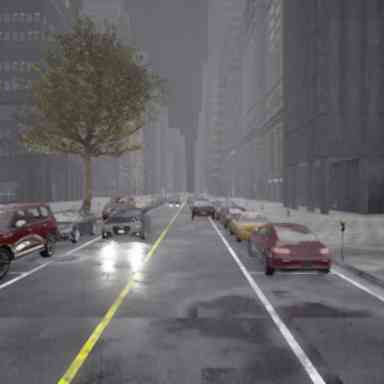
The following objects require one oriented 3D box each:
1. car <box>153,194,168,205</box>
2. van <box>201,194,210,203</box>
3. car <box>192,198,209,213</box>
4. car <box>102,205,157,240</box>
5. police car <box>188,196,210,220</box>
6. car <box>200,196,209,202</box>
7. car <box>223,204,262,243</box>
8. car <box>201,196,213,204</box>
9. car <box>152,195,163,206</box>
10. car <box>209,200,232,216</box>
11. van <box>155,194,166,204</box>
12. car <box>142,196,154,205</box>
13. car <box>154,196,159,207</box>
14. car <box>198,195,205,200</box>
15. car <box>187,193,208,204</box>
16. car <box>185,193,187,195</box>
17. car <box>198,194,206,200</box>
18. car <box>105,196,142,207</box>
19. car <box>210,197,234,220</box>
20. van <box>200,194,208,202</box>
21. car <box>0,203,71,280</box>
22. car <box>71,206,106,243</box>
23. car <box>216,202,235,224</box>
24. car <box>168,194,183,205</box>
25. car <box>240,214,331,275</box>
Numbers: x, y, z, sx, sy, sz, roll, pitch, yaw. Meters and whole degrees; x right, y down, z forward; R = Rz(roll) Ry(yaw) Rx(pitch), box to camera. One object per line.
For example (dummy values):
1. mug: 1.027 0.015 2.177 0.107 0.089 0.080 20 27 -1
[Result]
1. car: -5.800 1.274 55.478 2.192 1.841 5.009 0 0 0
2. van: 2.717 1.295 66.849 1.690 1.788 3.998 0 0 0
3. car: 0.875 1.494 38.159 1.812 1.442 4.674 0 0 0
4. car: -3.111 1.547 16.645 1.994 1.385 4.181 0 0 0
5. police car: 0.881 1.400 28.269 1.930 1.638 5.238 0 0 0
6. car: 2.714 1.497 72.526 1.887 1.381 4.507 0 0 0
7. car: 2.751 1.509 15.920 1.752 1.417 4.829 0 0 0
8. car: 2.721 1.507 61.171 2.008 1.369 4.403 0 0 0
9. car: -5.796 1.544 49.801 1.802 1.307 4.206 0 0 0
10. car: 2.740 1.537 32.783 1.947 1.339 4.313 0 0 0
11. van: -5.804 1.298 61.156 1.690 1.788 3.998 0 0 0
12. car: -5.789 1.493 38.276 1.752 1.417 4.829 0 0 0
13. car: -5.792 1.547 44.124 1.802 1.307 4.206 0 0 0
14. car: 2.699 1.530 95.236 1.802 1.307 4.206 0 0 0
15. car: 0.701 1.312 44.120 2.097 1.767 4.553 0 0 0
16. car: -0.052 1.291 80.614 1.882 1.535 5.008 0 0 0
17. car: 2.703 1.389 89.558 1.967 1.590 4.097 0 0 0
18. car: -5.782 1.290 27.091 2.192 1.841 5.009 0 0 0
19. car: 2.743 1.415 27.105 1.967 1.590 4.097 0 0 0
20. van: 2.710 1.292 78.203 1.690 1.788 3.998 0 0 0
21. car: -5.770 1.305 10.059 2.192 1.841 5.009 0 0 0
22. car: -5.774 1.535 15.737 2.008 1.369 4.403 0 0 0
23. car: 2.747 1.561 21.427 1.802 1.307 4.206 0 0 0
24. car: -3.072 1.521 59.340 1.994 1.385 4.181 0 0 0
25. car: 2.755 1.571 10.072 1.802 1.307 4.206 0 0 0
